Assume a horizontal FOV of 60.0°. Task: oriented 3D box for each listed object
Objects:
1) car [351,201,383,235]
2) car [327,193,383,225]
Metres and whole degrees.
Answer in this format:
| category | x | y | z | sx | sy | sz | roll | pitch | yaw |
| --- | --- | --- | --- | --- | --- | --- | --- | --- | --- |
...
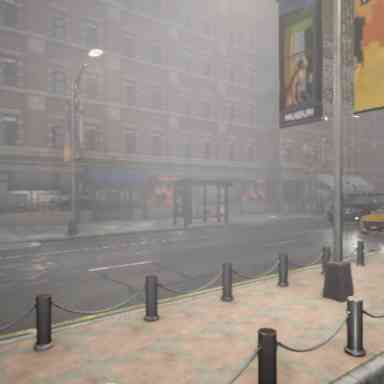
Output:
| category | x | y | z | sx | sy | sz | roll | pitch | yaw |
| --- | --- | --- | --- | --- | --- | --- | --- | --- | --- |
| car | 10.531 | 1.379 | 17.022 | 5.008 | 1.535 | 1.882 | 0 | 0 | -35 |
| car | 11.233 | 1.105 | 21.818 | 5.566 | 2.045 | 2.150 | 0 | 0 | -35 |
